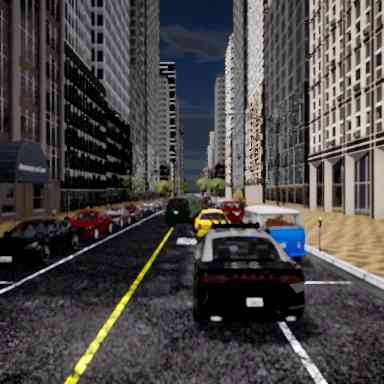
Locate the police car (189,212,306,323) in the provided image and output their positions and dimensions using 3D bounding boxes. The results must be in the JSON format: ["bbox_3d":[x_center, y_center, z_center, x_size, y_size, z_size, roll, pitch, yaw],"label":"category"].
[{"bbox_3d":[0.971,1.486,7.625,1.930,1.638,5.238,0,0,0],"label":"police car"}]

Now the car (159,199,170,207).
[{"bbox_3d":[-5.192,2.103,63.368,1.802,1.307,4.206,-1,0,0],"label":"car"}]

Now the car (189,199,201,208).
[{"bbox_3d":[0.468,2.036,58.529,1.994,1.385,4.181,0,0,0],"label":"car"}]

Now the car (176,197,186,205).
[{"bbox_3d":[-2.417,1.948,73.321,2.097,1.767,4.553,0,0,0],"label":"car"}]

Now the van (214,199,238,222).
[{"bbox_3d":[2.920,1.573,29.206,1.690,1.788,3.998,-1,0,0],"label":"van"}]

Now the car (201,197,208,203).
[{"bbox_3d":[3.408,2.172,91.721,1.967,1.590,4.097,-1,0,0],"label":"car"}]

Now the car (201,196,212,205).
[{"bbox_3d":[3.273,1.911,74.673,2.192,1.841,5.009,-1,0,0],"label":"car"}]

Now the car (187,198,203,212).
[{"bbox_3d":[0.386,1.719,45.435,2.097,1.767,4.553,0,0,1],"label":"car"}]

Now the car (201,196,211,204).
[{"bbox_3d":[3.318,1.957,80.356,2.192,1.841,5.009,-1,0,0],"label":"car"}]

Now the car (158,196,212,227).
[{"bbox_3d":[0.055,1.414,23.909,2.150,2.045,5.566,-1,0,24],"label":"car"}]

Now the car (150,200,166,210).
[{"bbox_3d":[-5.281,1.981,52.002,2.008,1.369,4.403,-1,0,0],"label":"car"}]

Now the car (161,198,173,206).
[{"bbox_3d":[-5.149,2.007,69.053,1.967,1.590,4.097,-1,0,0],"label":"car"}]

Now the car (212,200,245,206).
[{"bbox_3d":[2.875,1.501,23.523,2.192,1.841,5.009,-1,0,0],"label":"car"}]

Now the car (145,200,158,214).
[{"bbox_3d":[-5.370,1.890,40.636,2.008,1.369,4.403,-1,0,0],"label":"car"}]

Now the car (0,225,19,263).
[{"bbox_3d":[-5.635,1.615,6.536,2.008,1.369,4.403,-1,0,0],"label":"car"}]

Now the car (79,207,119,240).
[{"bbox_3d":[-5.546,1.701,17.903,1.887,1.381,4.507,-1,0,0],"label":"car"}]

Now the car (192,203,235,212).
[{"bbox_3d":[1.050,1.598,17.704,1.801,1.575,5.366,0,0,0],"label":"car"}]

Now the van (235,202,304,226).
[{"bbox_3d":[2.787,1.435,12.156,1.690,1.788,3.998,-1,0,0],"label":"van"}]

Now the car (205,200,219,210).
[{"bbox_3d":[3.100,1.965,51.937,2.008,1.369,4.403,-1,0,0],"label":"car"}]

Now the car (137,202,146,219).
[{"bbox_3d":[-5.458,1.830,29.269,1.802,1.307,4.206,-1,0,0],"label":"car"}]

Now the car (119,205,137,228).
[{"bbox_3d":[-5.503,1.752,23.586,2.008,1.369,4.403,-1,0,0],"label":"car"}]

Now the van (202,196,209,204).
[{"bbox_3d":[3.363,2.028,86.039,1.690,1.788,3.998,-1,0,0],"label":"van"}]

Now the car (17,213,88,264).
[{"bbox_3d":[-5.590,1.676,12.219,1.947,1.339,4.313,-1,0,0],"label":"car"}]

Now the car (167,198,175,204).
[{"bbox_3d":[-5.061,2.181,80.249,1.752,1.417,4.829,-1,0,0],"label":"car"}]
